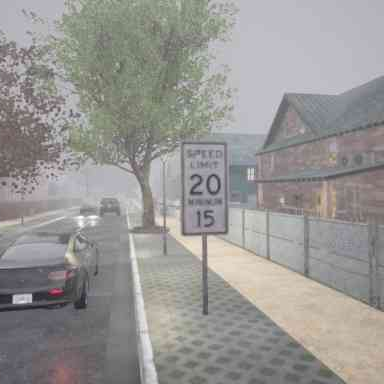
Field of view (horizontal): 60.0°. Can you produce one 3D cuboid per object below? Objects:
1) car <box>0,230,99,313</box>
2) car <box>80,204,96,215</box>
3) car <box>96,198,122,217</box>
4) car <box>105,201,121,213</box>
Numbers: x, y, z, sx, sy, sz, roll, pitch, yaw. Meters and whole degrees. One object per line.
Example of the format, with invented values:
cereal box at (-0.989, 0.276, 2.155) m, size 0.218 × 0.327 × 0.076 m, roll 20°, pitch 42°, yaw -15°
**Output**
car at (-3.243, 1.615, 7.720) m, size 1.812 × 1.442 × 4.674 m, roll -1°, pitch -1°, yaw -11°
car at (-12.888, 2.135, 41.656) m, size 1.895 × 1.301 × 4.718 m, roll -1°, pitch -1°, yaw -11°
car at (-9.276, 1.671, 37.890) m, size 2.150 × 2.045 × 5.566 m, roll -1°, pitch -1°, yaw -11°
car at (-11.349, 2.116, 47.932) m, size 2.033 × 1.411 × 5.357 m, roll -1°, pitch -1°, yaw -11°
